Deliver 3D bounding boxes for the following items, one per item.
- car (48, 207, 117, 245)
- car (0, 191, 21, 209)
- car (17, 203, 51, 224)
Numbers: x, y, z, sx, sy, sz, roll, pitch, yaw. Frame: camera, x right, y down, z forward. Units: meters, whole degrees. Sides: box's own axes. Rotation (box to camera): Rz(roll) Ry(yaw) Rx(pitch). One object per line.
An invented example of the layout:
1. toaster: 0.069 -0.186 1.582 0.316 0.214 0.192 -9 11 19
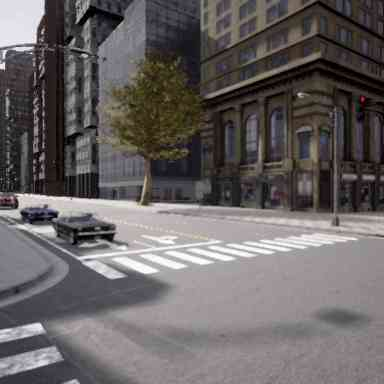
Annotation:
1. car: -5.269 1.615 16.003 1.895 1.301 4.718 0 1 -35
2. car: -22.795 0.997 40.706 2.150 2.045 5.566 0 0 -35
3. car: -11.152 1.533 24.297 1.895 1.301 4.718 0 0 -36
